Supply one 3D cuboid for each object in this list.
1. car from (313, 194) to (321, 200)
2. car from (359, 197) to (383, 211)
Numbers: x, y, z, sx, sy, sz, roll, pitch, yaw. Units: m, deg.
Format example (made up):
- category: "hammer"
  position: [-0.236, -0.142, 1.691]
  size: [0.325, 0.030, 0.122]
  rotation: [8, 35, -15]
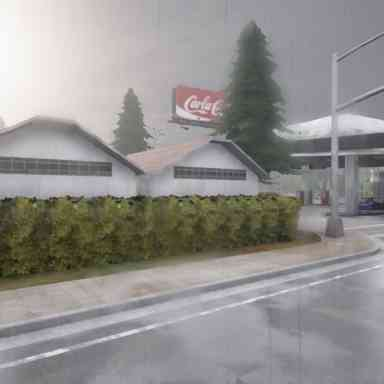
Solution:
- category: "car"
  position: [32.903, 1.330, 89.496]
  size: [2.152, 1.636, 5.027]
  rotation: [0, 0, -36]
- category: "car"
  position: [21.818, 1.480, 40.006]
  size: [4.611, 1.667, 2.242]
  rotation: [0, 0, -36]
